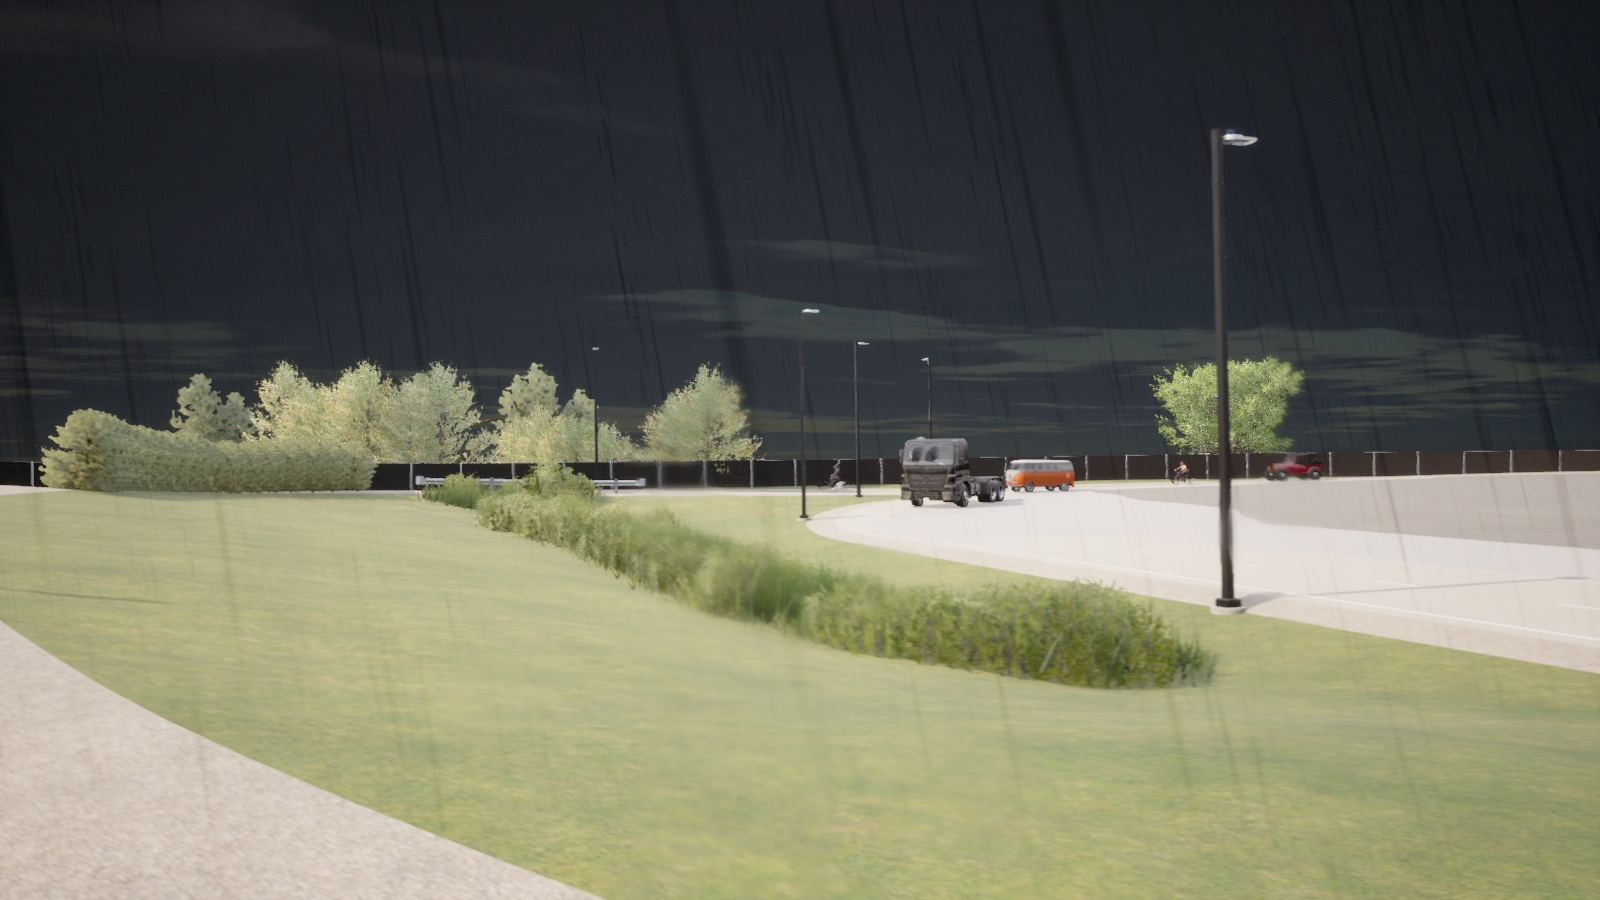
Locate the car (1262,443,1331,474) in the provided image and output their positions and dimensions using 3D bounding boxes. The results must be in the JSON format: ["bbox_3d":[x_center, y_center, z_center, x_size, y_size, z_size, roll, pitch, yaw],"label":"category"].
[{"bbox_3d":[34.126,0.597,86.420,3.866,1.878,1.905,-3,-1,-5],"label":"car"}]

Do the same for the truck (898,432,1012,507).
[{"bbox_3d":[7.989,0.904,63.806,2.891,3.462,7.936,-1,1,29],"label":"truck"}]

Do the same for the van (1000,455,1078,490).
[{"bbox_3d":[14.737,1.356,77.406,4.442,1.987,1.775,-1,0,-24],"label":"van"}]
